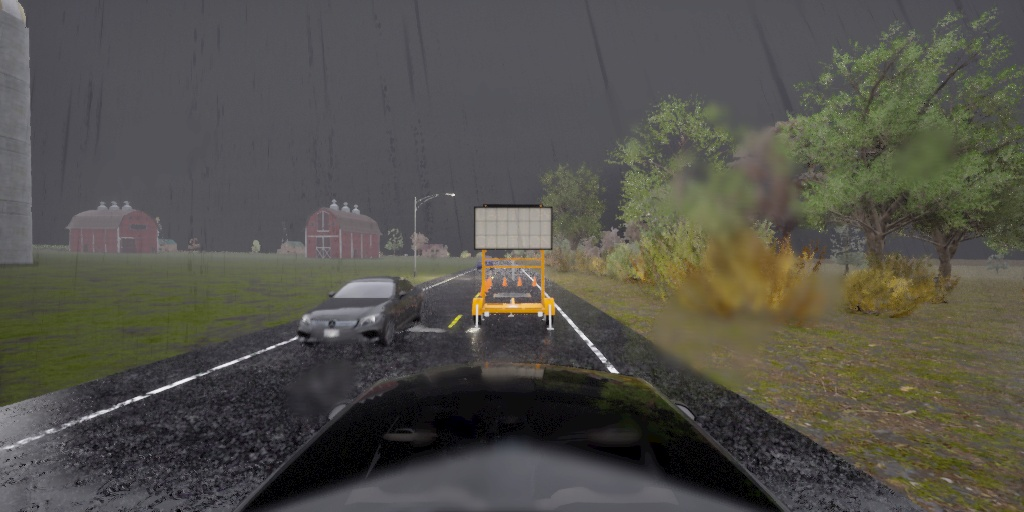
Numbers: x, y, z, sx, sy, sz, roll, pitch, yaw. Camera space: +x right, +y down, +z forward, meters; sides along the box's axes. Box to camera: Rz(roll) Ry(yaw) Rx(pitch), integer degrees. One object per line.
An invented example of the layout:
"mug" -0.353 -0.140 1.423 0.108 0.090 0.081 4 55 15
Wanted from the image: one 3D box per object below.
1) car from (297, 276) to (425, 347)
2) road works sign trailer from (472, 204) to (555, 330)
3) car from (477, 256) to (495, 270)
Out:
"car" -3.587 1.274 9.452 1.812 1.442 4.674 0 0 0
"road works sign trailer" 0.037 0.213 11.122 2.380 3.560 2.880 0 0 0
"car" -3.846 0.972 51.795 2.150 2.045 5.566 0 0 -1
